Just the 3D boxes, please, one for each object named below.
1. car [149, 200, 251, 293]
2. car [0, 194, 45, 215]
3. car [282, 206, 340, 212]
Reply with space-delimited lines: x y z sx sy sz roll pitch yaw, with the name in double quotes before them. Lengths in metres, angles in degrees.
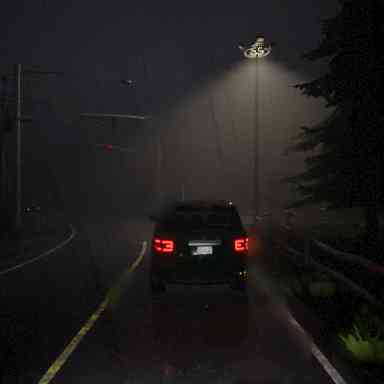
"car" 0.010 1.221 9.105 2.150 2.045 5.566 0 0 -5
"car" -17.569 1.221 34.181 5.566 2.045 2.150 0 0 30
"car" 10.708 1.627 30.182 4.718 1.301 1.895 0 0 0
